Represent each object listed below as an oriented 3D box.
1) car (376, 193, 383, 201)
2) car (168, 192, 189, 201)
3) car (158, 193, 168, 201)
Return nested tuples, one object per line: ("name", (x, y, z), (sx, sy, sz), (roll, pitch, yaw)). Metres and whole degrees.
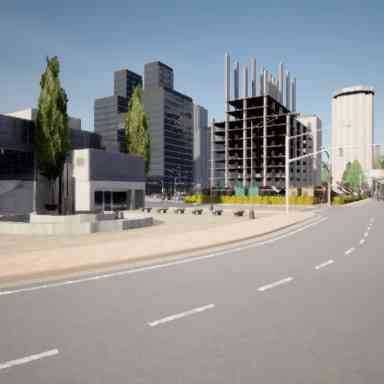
("car", (46.034, 1.531, 80.965), (2.033, 1.411, 5.357), (0, 0, 32))
("car", (-3.184, 1.390, 78.133), (1.970, 1.475, 3.806), (0, 0, 32))
("car", (-5.645, 1.151, 79.658), (1.905, 1.878, 3.866), (0, 0, 32))
